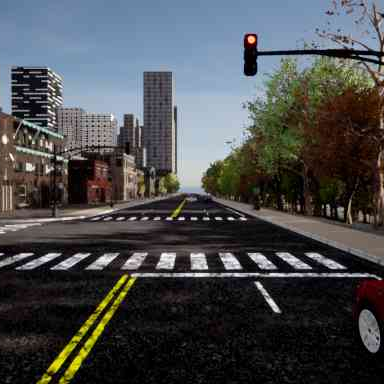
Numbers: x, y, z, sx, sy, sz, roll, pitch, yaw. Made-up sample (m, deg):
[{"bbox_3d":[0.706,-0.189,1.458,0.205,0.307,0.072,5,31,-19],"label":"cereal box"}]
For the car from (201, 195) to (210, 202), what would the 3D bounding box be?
[{"bbox_3d":[3.076,1.469,76.301,1.837,1.490,4.892,0,0,0],"label":"car"}]

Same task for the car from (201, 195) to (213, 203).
[{"bbox_3d":[3.196,1.522,65.807,2.033,1.411,5.357,0,0,0],"label":"car"}]

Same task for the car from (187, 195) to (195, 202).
[{"bbox_3d":[-0.178,1.468,77.360,1.837,1.490,4.892,0,0,0],"label":"car"}]

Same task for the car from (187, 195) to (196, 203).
[{"bbox_3d":[-0.055,1.575,67.277,1.895,1.301,4.718,0,0,0],"label":"car"}]

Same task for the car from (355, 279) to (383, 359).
[{"bbox_3d":[3.343,1.477,2.940,1.882,1.535,5.008,0,0,0],"label":"car"}]
